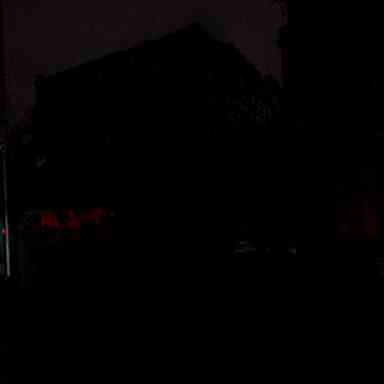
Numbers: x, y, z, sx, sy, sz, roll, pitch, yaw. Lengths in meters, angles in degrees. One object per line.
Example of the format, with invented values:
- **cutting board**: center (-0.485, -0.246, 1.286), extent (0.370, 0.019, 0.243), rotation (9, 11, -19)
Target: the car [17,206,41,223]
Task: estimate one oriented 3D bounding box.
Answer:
- **car**: center (-21.110, 2.946, 45.417), extent (2.150, 2.045, 5.566), rotation (-5, 3, 28)
